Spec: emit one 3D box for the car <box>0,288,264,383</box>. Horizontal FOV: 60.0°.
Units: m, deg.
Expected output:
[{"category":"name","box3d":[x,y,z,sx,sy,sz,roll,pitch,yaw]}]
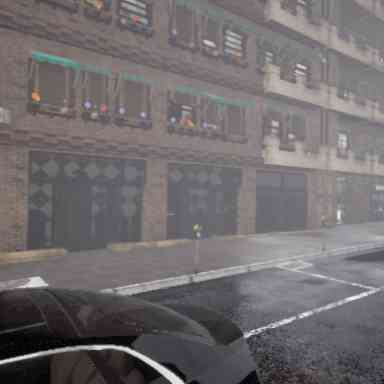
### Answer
[{"category":"car","box3d":[-1.699,1.506,1.850,4.892,1.490,1.837,1,0,-35]}]
